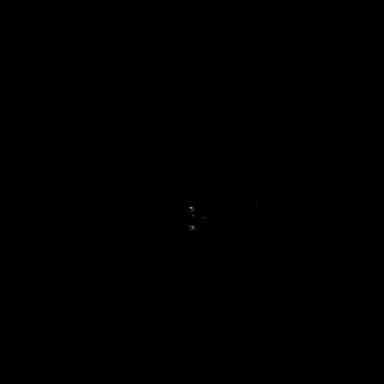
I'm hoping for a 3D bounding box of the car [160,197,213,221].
[{"bbox_3d":[-0.471,1.184,24.757,2.097,1.767,4.553,1,0,-35],"label":"car"}]
